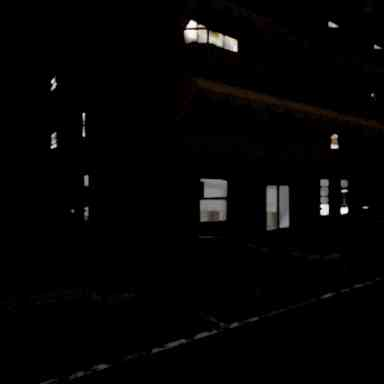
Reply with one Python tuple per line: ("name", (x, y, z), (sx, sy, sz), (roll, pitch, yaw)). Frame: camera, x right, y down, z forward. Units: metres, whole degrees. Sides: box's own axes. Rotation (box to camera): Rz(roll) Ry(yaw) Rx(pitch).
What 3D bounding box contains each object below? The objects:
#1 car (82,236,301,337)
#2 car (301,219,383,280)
("car", (0.026, 1.578, 6.579), (4.206, 1.307, 1.802), (0, 0, -36))
("car", (4.625, 1.573, 9.859), (4.206, 1.307, 1.802), (0, 0, -35))
